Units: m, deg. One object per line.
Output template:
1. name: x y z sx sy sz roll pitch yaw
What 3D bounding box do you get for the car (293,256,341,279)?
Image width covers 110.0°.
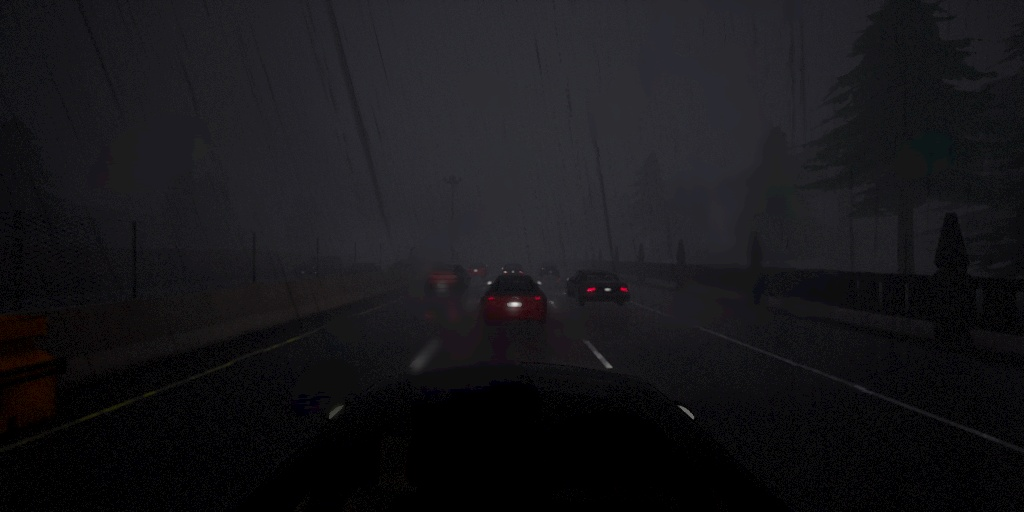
1. car: -17.600 1.016 32.915 2.150 2.045 5.566 0 0 0

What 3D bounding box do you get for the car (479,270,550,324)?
1. car: 0.085 1.329 12.056 1.994 1.385 4.181 0 0 0

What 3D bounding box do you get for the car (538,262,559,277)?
1. car: 3.603 1.324 35.856 1.812 1.442 4.674 0 0 0

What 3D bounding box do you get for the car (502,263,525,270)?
1. car: 0.102 1.338 30.889 2.033 1.411 5.357 0 0 0

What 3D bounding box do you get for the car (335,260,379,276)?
1. car: -14.098 1.342 33.682 2.033 1.411 5.357 0 0 0

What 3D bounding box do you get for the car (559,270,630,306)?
1. car: 3.598 1.317 15.932 2.033 1.411 5.357 0 0 0

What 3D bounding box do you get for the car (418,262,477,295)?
1. car: -3.400 1.266 19.921 2.128 1.511 4.902 0 0 0

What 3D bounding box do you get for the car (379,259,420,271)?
1. car: -10.620 1.288 34.596 2.128 1.511 4.902 0 0 0

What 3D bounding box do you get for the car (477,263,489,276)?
1. car: -3.396 1.361 35.656 1.994 1.385 4.181 0 0 0
